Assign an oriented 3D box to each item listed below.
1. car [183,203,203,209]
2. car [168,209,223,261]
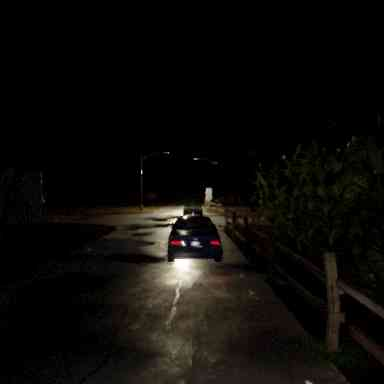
[{"bbox_3d":[0.104,1.738,33.728,1.895,1.301,4.718,0,0,0],"label":"car"},{"bbox_3d":[0.081,1.606,12.463,2.033,1.411,5.357,0,0,-1],"label":"car"}]
